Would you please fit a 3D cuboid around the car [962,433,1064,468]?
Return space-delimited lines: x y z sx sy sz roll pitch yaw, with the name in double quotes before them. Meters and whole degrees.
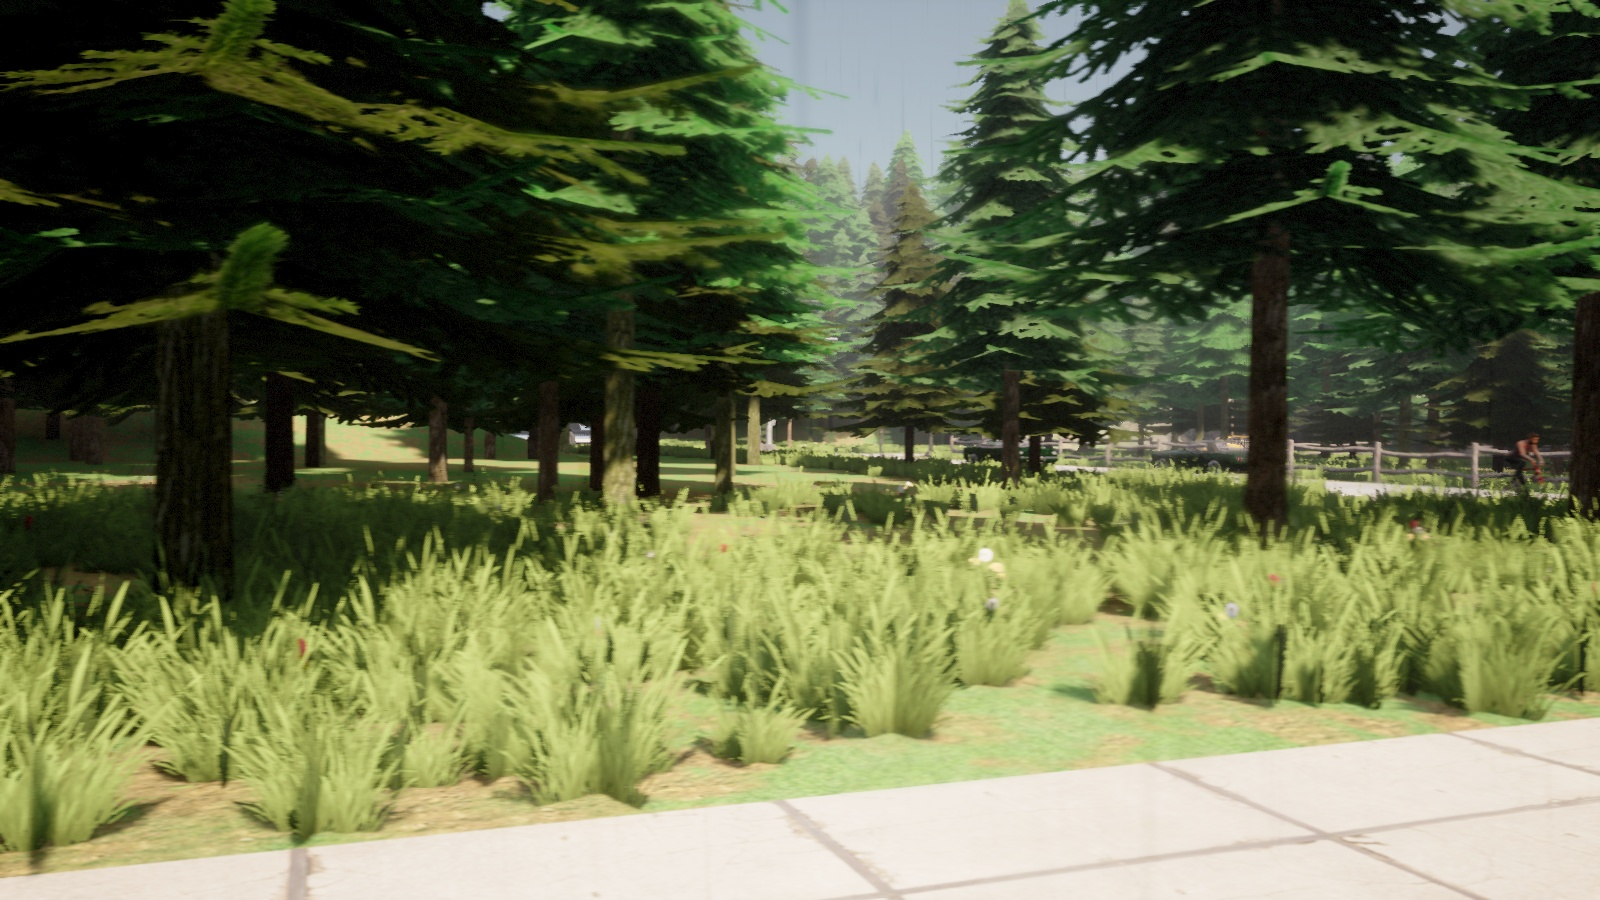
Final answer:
"car" 8.323 -0.024 49.549 1.895 1.301 4.718 -1 1 -20

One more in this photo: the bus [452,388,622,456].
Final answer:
"bus" -17.273 -1.764 82.713 10.273 4.253 3.944 0 1 14

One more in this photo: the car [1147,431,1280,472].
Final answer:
"car" 14.209 0.011 43.452 1.895 1.301 4.718 -1 1 -20

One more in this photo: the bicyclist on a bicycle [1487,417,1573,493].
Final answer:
"bicyclist on a bicycle" 16.102 0.091 27.736 0.582 1.620 1.656 -1 1 -19

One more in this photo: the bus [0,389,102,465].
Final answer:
"bus" -45.812 -1.267 71.104 10.273 4.253 3.944 -1 1 -43
